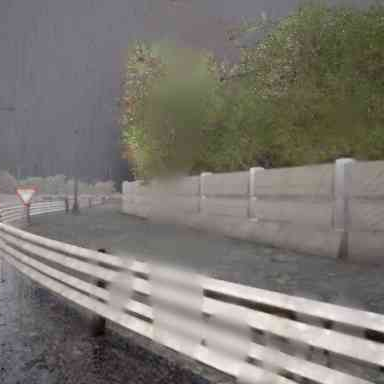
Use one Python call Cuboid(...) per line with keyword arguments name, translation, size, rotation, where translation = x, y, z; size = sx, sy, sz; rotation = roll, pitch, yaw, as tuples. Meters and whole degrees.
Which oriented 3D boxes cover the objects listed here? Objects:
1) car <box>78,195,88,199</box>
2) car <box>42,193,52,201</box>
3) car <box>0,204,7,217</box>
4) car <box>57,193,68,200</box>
Cuboid(name="car", translation=(-26.488, 1.405, 81.246), size=(1.895, 1.301, 4.718), rotation=(0, 0, -10))
Cuboid(name="car", translation=(-34.603, 1.133, 79.293), size=(2.097, 1.767, 4.553), rotation=(0, 0, -26))
Cuboid(name="car", translation=(-16.895, 1.447, 27.236), size=(1.882, 1.535, 5.008), rotation=(0, 0, -10))
Cuboid(name="car", translation=(-31.389, 1.146, 80.677), size=(2.097, 1.767, 4.553), rotation=(0, 0, -26))
